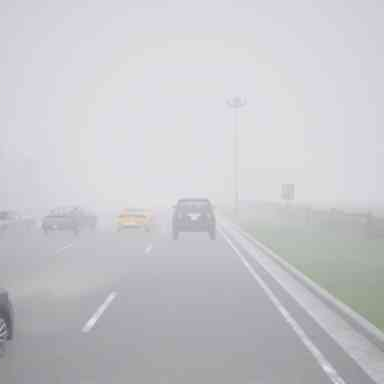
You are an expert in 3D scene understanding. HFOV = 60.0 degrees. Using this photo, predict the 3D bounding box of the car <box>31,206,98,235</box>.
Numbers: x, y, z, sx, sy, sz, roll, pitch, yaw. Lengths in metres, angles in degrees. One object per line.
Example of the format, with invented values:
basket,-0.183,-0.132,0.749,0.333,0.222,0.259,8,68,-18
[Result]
car,-6.904,1.576,19.219,2.128,1.511,4.902,0,0,0

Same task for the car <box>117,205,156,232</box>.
car,-3.404,1.570,21.040,1.882,1.535,5.008,0,0,0

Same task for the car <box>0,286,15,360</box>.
car,-3.401,1.504,2.741,2.128,1.511,4.902,0,0,0

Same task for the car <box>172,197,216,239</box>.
car,0.097,1.300,17.964,2.150,2.045,5.566,0,0,0

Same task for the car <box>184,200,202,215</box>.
car,0.092,1.665,36.871,1.837,1.490,4.892,0,0,0

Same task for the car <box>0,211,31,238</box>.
car,-10.404,1.681,18.225,1.895,1.301,4.718,0,0,0
